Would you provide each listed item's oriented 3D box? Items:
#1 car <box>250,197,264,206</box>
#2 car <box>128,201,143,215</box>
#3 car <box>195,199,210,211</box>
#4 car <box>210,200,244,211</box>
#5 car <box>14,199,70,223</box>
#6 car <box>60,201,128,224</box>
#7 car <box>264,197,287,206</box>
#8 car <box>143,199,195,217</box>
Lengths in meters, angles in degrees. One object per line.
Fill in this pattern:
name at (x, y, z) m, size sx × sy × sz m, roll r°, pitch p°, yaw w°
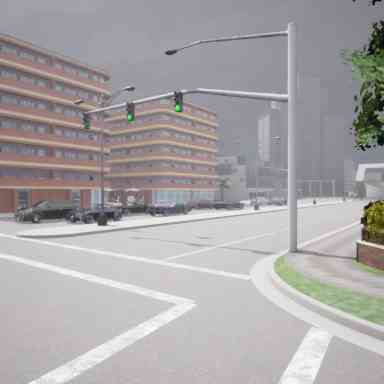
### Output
car at (11.543, 1.533, 56.495) m, size 1.812 × 1.442 × 4.674 m, roll 0°, pitch 0°, yaw 36°
car at (-5.838, 1.601, 32.813) m, size 1.895 × 1.301 × 4.718 m, roll 0°, pitch 0°, yaw 36°
car at (0.862, 1.548, 42.004) m, size 2.033 × 1.411 × 5.357 m, roll 0°, pitch 0°, yaw 36°
car at (4.598, 1.601, 41.182) m, size 1.895 × 1.301 × 4.718 m, roll 0°, pitch 0°, yaw 36°
car at (-11.107, 1.352, 25.582) m, size 2.097 × 1.767 × 4.553 m, roll 0°, pitch 0°, yaw 36°
car at (-7.249, 1.564, 24.926) m, size 1.994 × 1.385 × 4.181 m, roll 0°, pitch 0°, yaw 36°
car at (13.877, 1.526, 53.771) m, size 1.812 × 1.442 × 4.674 m, roll 0°, pitch 0°, yaw 36°
car at (-2.091, 1.601, 32.005) m, size 1.895 × 1.301 × 4.718 m, roll 0°, pitch 0°, yaw 36°
